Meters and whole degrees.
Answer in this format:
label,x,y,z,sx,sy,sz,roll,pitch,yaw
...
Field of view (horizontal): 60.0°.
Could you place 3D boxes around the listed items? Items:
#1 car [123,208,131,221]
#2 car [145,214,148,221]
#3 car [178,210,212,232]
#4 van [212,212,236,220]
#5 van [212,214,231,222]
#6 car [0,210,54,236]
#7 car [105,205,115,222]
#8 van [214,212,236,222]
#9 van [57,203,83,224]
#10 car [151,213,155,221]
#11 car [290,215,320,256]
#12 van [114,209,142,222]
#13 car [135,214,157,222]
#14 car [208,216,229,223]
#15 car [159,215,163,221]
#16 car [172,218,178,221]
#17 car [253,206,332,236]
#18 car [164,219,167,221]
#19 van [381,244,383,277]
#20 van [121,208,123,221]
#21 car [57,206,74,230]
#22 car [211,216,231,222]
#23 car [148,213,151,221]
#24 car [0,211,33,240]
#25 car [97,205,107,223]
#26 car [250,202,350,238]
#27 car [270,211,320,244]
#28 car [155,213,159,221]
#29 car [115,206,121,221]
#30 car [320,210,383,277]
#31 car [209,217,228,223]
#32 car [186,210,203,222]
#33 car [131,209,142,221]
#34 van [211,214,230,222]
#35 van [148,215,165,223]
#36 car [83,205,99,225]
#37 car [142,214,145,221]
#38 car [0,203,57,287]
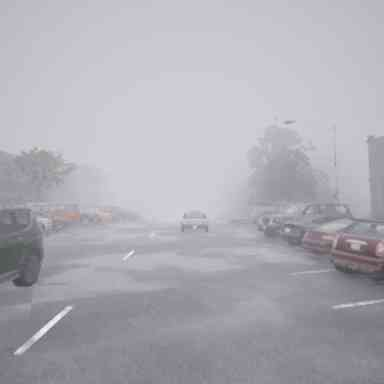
label,x,y,z,sx,sy,sz,roll,pitch,yaw
car,-11.106,3.118,44.492,4.892,1.521,2.231,1,-4,-19
car,-10.919,4.485,59.087,4.792,1.488,2.163,1,-6,-19
car,0.200,2.107,24.120,1.895,1.301,4.718,0,-2,0
van,7.022,5.306,70.311,4.442,1.987,1.878,3,-5,-19
van,7.240,6.438,82.031,4.442,1.987,1.878,3,-6,-19
car,-11.346,1.938,21.120,4.674,1.452,2.002,0,-2,-20
car,-11.392,2.507,35.676,5.366,1.575,1.946,0,-3,-19
van,7.294,5.599,73.326,4.442,1.987,1.878,3,-6,-19
van,-11.414,1.860,26.941,4.442,1.987,1.878,0,-2,-20
car,-10.909,5.285,67.797,5.366,1.575,1.946,1,-5,-19
car,6.423,1.751,12.640,4.674,1.452,2.002,1,-2,-20
van,-10.835,3.956,56.246,4.442,1.987,1.878,1,-6,-19
car,-10.607,6.007,76.627,4.553,1.767,2.185,1,-6,-19
car,7.332,7.519,90.780,5.366,1.575,1.946,3,-6,-19
car,-10.547,6.165,79.548,5.566,2.045,2.435,1,-6,-19
car,-3.840,7.916,93.676,1.895,1.301,4.718,0,-6,1
car,6.507,1.803,21.630,4.553,1.767,2.185,1,-2,-19
car,-10.297,7.559,91.211,5.008,1.535,2.097,1,-6,-19
van,6.303,1.368,6.615,4.442,1.987,1.878,1,-1,-20
van,-11.264,2.669,41.555,4.442,1.987,1.878,1,-4,-19
car,-11.295,2.012,24.053,4.792,1.488,2.163,0,-2,-20
car,7.395,6.994,84.981,4.674,1.452,2.002,3,-6,-19
car,-11.017,4.729,61.963,5.366,1.575,1.946,1,-5,-19
car,-11.363,1.861,18.182,4.674,1.452,2.002,0,-2,-20
car,-11.255,2.350,32.823,4.892,1.521,2.231,0,-3,-19
car,6.439,1.598,18.614,5.566,2.045,2.435,1,-1,-20
car,6.468,1.807,15.645,4.792,1.488,2.163,1,-2,-20
car,-10.618,5.852,73.697,4.892,1.521,2.231,1,-6,-19
car,-11.194,2.695,38.662,4.892,1.521,2.231,0,-4,-19
car,6.387,1.525,9.644,4.553,1.767,2.185,1,-1,-20
car,7.553,7.822,93.771,4.892,1.521,2.231,3,-6,-19
car,0.375,3.014,42.386,2.033,1.411,5.357,-1,-4,1
car,-11.012,3.374,50.371,5.566,2.045,2.435,1,-6,-19
van,7.565,7.023,87.974,4.442,1.987,1.878,3,-6,-19
van,-10.144,7.627,94.195,4.442,1.987,1.878,1,-6,-19
car,-11.283,2.207,29.900,5.008,1.535,2.097,0,-3,-20
car,-10.815,3.900,53.322,5.366,1.575,1.946,1,-6,-19
car,-5.085,1.325,6.847,2.150,2.045,5.566,0,-1,0
